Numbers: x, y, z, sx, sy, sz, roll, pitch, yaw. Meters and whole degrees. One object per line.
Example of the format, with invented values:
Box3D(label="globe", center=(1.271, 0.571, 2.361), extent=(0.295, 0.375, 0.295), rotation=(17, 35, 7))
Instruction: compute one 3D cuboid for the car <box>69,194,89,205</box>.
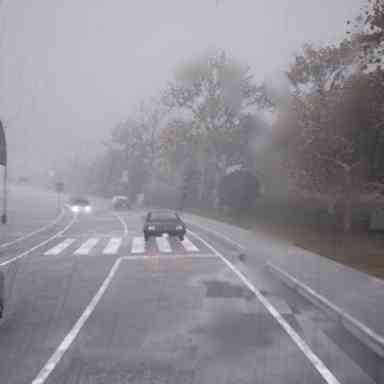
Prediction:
Box3D(label="car", center=(-14.819, 0.994, 43.574), extent=(1.895, 1.301, 4.718), rotation=(1, 1, -29))

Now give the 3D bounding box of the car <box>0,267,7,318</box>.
Box3D(label="car", center=(-3.822, 1.518, 3.445), extent=(1.837, 1.490, 4.892), rotation=(0, 0, -3))

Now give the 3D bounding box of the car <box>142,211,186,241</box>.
Box3D(label="car", center=(-1.562, 1.601, 16.799), extent=(1.895, 1.301, 4.718), rotation=(0, 0, -10))

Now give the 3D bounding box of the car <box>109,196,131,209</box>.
Box3D(label="car", center=(-8.479, 1.186, 38.960), extent=(1.837, 1.490, 4.892), rotation=(1, 1, -24))
